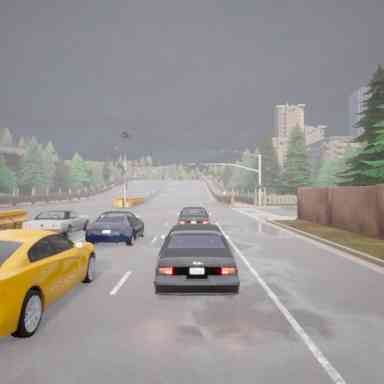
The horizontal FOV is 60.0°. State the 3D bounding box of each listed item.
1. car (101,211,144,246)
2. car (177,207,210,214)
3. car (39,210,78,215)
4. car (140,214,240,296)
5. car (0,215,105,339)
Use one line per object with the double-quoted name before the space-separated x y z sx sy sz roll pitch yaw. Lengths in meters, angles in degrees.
"car" -3.420 1.564 15.374 1.994 1.385 4.181 0 0 0
"car" 0.105 1.547 18.893 2.033 1.411 5.357 0 0 1
"car" -6.916 1.601 17.603 1.895 1.301 4.718 0 0 0
"car" 0.092 1.547 8.827 2.033 1.411 5.357 0 0 0
"car" -3.406 1.478 6.617 1.882 1.535 5.008 0 0 0
